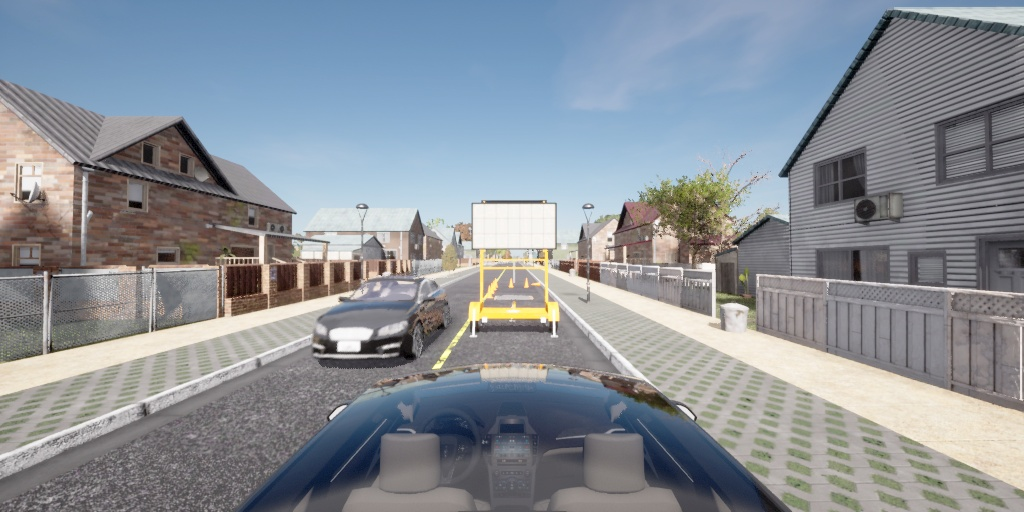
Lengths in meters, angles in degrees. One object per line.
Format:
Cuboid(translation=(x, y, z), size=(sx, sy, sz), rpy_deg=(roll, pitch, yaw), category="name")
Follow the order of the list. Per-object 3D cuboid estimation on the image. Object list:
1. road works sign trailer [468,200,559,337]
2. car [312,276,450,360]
Cuboid(translation=(0.060, 0.220, 10.255), size=(2.380, 3.560, 2.880), rpy_deg=(0, 0, 1), category="road works sign trailer")
Cuboid(translation=(-2.711, 1.245, 8.444), size=(2.128, 1.511, 4.902), rpy_deg=(0, 0, 0), category="car")
